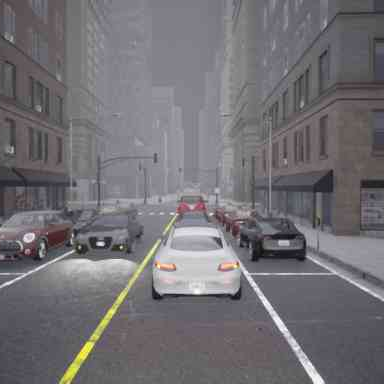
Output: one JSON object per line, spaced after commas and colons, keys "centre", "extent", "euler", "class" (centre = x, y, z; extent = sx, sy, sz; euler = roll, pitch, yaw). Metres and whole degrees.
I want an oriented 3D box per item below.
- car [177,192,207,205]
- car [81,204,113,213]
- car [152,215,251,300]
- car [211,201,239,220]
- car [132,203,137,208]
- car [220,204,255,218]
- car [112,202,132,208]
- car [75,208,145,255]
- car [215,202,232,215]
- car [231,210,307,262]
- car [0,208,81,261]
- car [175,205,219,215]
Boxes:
{"centre": [-0.008, 1.215, 26.130], "extent": [2.150, 2.045, 5.566], "euler": [0, 0, 0], "class": "car"}
{"centre": [-5.778, 1.561, 17.516], "extent": [1.947, 1.339, 4.313], "euler": [-1, 0, 0], "class": "car"}
{"centre": [0.098, 1.523, 8.257], "extent": [1.812, 1.442, 4.674], "euler": [0, 0, 0], "class": "car"}
{"centre": [2.743, 1.538, 28.528], "extent": [1.887, 1.381, 4.507], "euler": [-1, 0, 0], "class": "car"}
{"centre": [-5.782, 1.538, 28.526], "extent": [1.887, 1.381, 4.507], "euler": [-1, 0, 0], "class": "car"}
{"centre": [2.746, 1.540, 17.517], "extent": [1.887, 1.381, 4.507], "euler": [-1, 0, 0], "class": "car"}
{"centre": [-5.780, 1.545, 23.021], "extent": [2.008, 1.369, 4.403], "euler": [-1, 0, 0], "class": "car"}
{"centre": [-3.091, 1.560, 13.229], "extent": [1.994, 1.385, 4.181], "euler": [0, 0, 0], "class": "car"}
{"centre": [2.745, 1.539, 23.023], "extent": [1.887, 1.381, 4.507], "euler": [-1, 0, 0], "class": "car"}
{"centre": [2.748, 1.562, 12.013], "extent": [1.947, 1.339, 4.313], "euler": [-1, 0, 0], "class": "car"}
{"centre": [-5.778, 1.436, 12.010], "extent": [1.967, 1.590, 4.097], "euler": [-1, 0, 0], "class": "car"}
{"centre": [0.092, 1.559, 16.743], "extent": [1.994, 1.385, 4.181], "euler": [0, 0, 0], "class": "car"}
